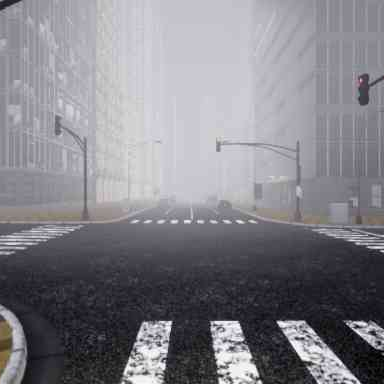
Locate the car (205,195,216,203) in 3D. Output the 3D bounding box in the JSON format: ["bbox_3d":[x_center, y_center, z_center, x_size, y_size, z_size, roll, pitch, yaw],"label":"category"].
[{"bbox_3d":[3.814,1.432,69.421,1.967,1.590,4.097,0,0,0],"label":"car"}]

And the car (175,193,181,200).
[{"bbox_3d":[-4.086,1.426,74.921,1.967,1.590,4.097,0,0,0],"label":"car"}]

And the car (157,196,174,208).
[{"bbox_3d":[-3.990,1.592,47.283,1.802,1.307,4.206,0,0,0],"label":"car"}]

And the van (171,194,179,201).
[{"bbox_3d":[-4.105,1.321,80.448,1.690,1.788,3.998,0,0,0],"label":"van"}]

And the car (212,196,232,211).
[{"bbox_3d":[3.959,1.579,41.784,1.947,1.339,4.313,0,0,0],"label":"car"}]

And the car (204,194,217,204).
[{"bbox_3d":[3.833,1.312,63.892,2.192,1.841,5.009,0,0,0],"label":"car"}]

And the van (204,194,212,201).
[{"bbox_3d":[3.775,1.320,80.476,1.690,1.788,3.998,0,0,0],"label":"van"}]

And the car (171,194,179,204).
[{"bbox_3d":[-4.047,1.563,63.866,1.947,1.339,4.313,0,0,0],"label":"car"}]

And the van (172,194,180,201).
[{"bbox_3d":[-4.124,1.314,85.976,1.690,1.788,3.998,0,0,0],"label":"van"}]
